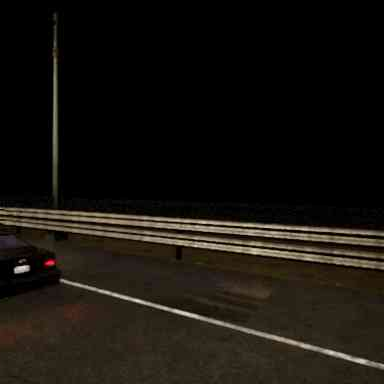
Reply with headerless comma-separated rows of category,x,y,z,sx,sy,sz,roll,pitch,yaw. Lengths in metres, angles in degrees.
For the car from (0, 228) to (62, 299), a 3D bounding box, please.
car,-5.317,1.518,7.763,5.357,1.411,2.033,0,0,34
